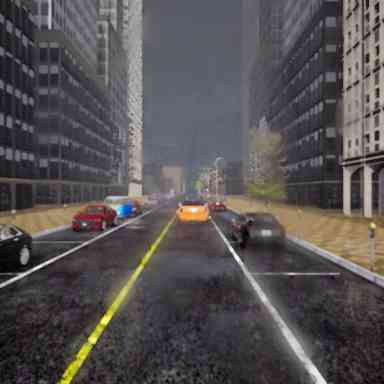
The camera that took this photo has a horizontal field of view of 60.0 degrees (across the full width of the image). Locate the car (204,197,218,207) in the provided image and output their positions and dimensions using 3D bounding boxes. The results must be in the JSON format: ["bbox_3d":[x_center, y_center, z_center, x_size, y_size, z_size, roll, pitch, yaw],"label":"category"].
[{"bbox_3d":[2.707,1.361,48.291,1.802,1.307,4.206,0,0,0],"label":"car"}]

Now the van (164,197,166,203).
[{"bbox_3d":[-5.671,1.092,54.000,1.690,1.788,3.998,0,0,0],"label":"van"}]

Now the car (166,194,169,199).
[{"bbox_3d":[-5.671,1.289,59.693,1.947,1.339,4.313,0,0,0],"label":"car"}]

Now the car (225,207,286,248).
[{"bbox_3d":[2.698,1.504,14.140,1.947,1.339,4.313,0,0,0],"label":"car"}]

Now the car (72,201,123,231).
[{"bbox_3d":[-5.681,1.457,19.847,1.887,1.381,4.507,0,0,0],"label":"car"}]

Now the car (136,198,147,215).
[{"bbox_3d":[-5.678,1.442,31.232,1.802,1.307,4.206,0,0,0],"label":"car"}]

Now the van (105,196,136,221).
[{"bbox_3d":[-5.679,1.228,25.539,1.690,1.788,3.998,0,0,0],"label":"van"}]

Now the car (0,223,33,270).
[{"bbox_3d":[-5.685,1.514,8.463,2.008,1.369,4.403,0,0,0],"label":"car"}]

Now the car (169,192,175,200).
[{"bbox_3d":[-5.665,1.136,82.290,1.752,1.417,4.829,0,0,0],"label":"car"}]

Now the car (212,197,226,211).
[{"bbox_3d":[2.705,1.273,36.906,1.967,1.590,4.097,0,0,0],"label":"car"}]

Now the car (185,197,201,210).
[{"bbox_3d":[0.117,1.339,41.009,1.812,1.442,4.674,0,0,0],"label":"car"}]

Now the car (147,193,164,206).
[{"bbox_3d":[-5.673,1.219,48.307,1.967,1.590,4.097,0,0,0],"label":"car"}]

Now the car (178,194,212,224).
[{"bbox_3d":[0.106,1.246,23.640,2.097,1.767,4.553,0,0,0],"label":"car"}]

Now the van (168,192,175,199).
[{"bbox_3d":[-5.661,0.892,93.844,1.690,1.788,3.998,0,0,0],"label":"van"}]
